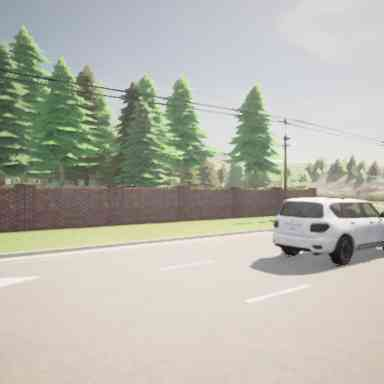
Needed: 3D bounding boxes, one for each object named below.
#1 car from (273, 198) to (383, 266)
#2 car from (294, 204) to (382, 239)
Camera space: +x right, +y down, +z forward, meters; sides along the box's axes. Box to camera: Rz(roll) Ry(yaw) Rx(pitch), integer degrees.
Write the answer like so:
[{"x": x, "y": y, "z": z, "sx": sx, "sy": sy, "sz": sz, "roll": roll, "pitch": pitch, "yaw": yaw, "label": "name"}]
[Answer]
[{"x": 5.298, "y": 1.226, "z": 11.853, "sx": 5.566, "sy": 2.045, "sz": 2.150, "roll": 0, "pitch": 0, "yaw": -35, "label": "car"}, {"x": 8.003, "y": 1.500, "z": 18.063, "sx": 4.902, "sy": 1.511, "sz": 2.128, "roll": 0, "pitch": 0, "yaw": -35, "label": "car"}]
